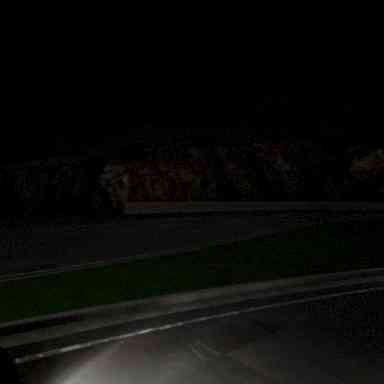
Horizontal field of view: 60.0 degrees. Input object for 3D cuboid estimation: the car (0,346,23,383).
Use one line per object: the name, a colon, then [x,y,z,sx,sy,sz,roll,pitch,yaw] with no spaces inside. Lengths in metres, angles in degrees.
car: [-3.496,1.512,1.213,5.357,1.411,2.033,1,0,-36]
